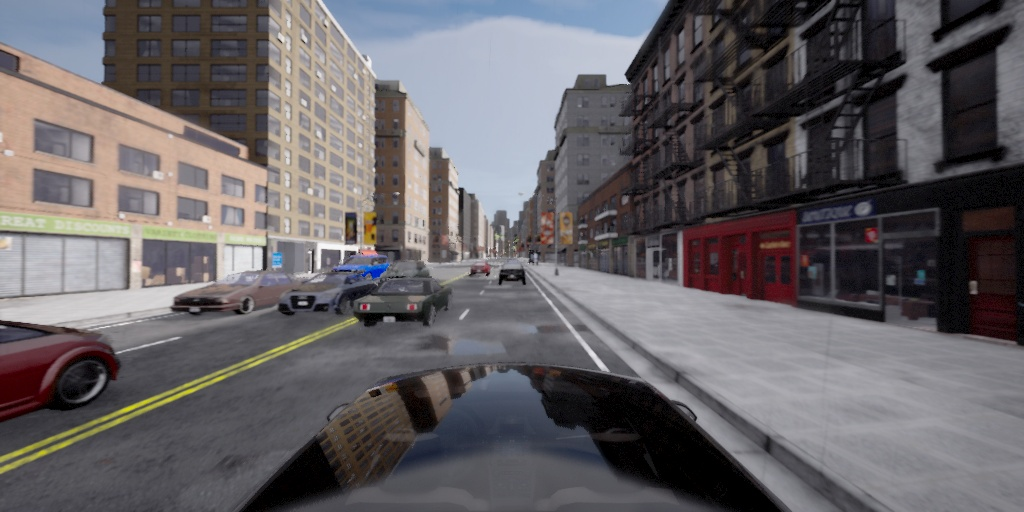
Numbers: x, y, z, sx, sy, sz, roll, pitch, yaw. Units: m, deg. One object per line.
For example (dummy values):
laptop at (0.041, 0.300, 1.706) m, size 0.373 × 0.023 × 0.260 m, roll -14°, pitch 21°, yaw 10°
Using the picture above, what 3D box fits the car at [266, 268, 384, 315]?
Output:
car at (-6.579, 1.302, 13.277) m, size 1.994 × 1.385 × 4.181 m, roll 0°, pitch 0°, yaw 0°

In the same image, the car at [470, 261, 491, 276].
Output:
car at (-3.140, 1.233, 36.423) m, size 1.812 × 1.442 × 4.674 m, roll 0°, pitch 0°, yaw 0°

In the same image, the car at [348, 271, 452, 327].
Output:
car at (-3.148, 1.341, 11.441) m, size 1.895 × 1.301 × 4.718 m, roll 0°, pitch 0°, yaw 0°

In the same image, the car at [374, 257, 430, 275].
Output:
car at (-6.512, 1.079, 22.282) m, size 2.097 × 1.767 × 4.553 m, roll 0°, pitch 0°, yaw 0°

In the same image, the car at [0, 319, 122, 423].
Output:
car at (-6.587, 1.314, 3.340) m, size 1.994 × 1.385 × 4.181 m, roll 0°, pitch 0°, yaw 0°

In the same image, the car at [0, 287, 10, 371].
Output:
car at (-9.841, 1.275, 4.036) m, size 1.812 × 1.442 × 4.674 m, roll 0°, pitch 0°, yaw 0°

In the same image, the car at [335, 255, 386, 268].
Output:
car at (-9.745, 0.948, 23.600) m, size 2.150 × 2.045 × 5.566 m, roll 0°, pitch 0°, yaw 0°

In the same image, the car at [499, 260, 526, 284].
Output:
car at (0.037, 1.197, 26.469) m, size 1.882 × 1.535 × 5.008 m, roll 0°, pitch 0°, yaw 0°

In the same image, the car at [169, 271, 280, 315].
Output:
car at (-9.840, 1.285, 13.776) m, size 2.033 × 1.411 × 5.357 m, roll 0°, pitch 0°, yaw 0°
